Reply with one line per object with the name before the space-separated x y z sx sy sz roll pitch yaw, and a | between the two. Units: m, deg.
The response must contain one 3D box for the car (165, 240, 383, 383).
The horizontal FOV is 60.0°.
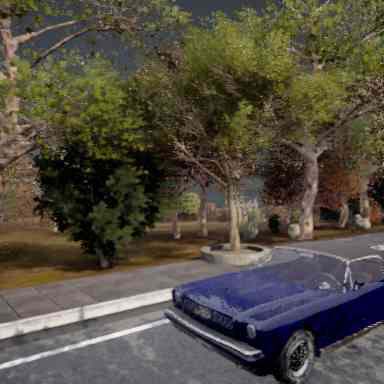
car | 1.951 1.560 5.412 4.718 1.301 1.895 -1 0 -36
